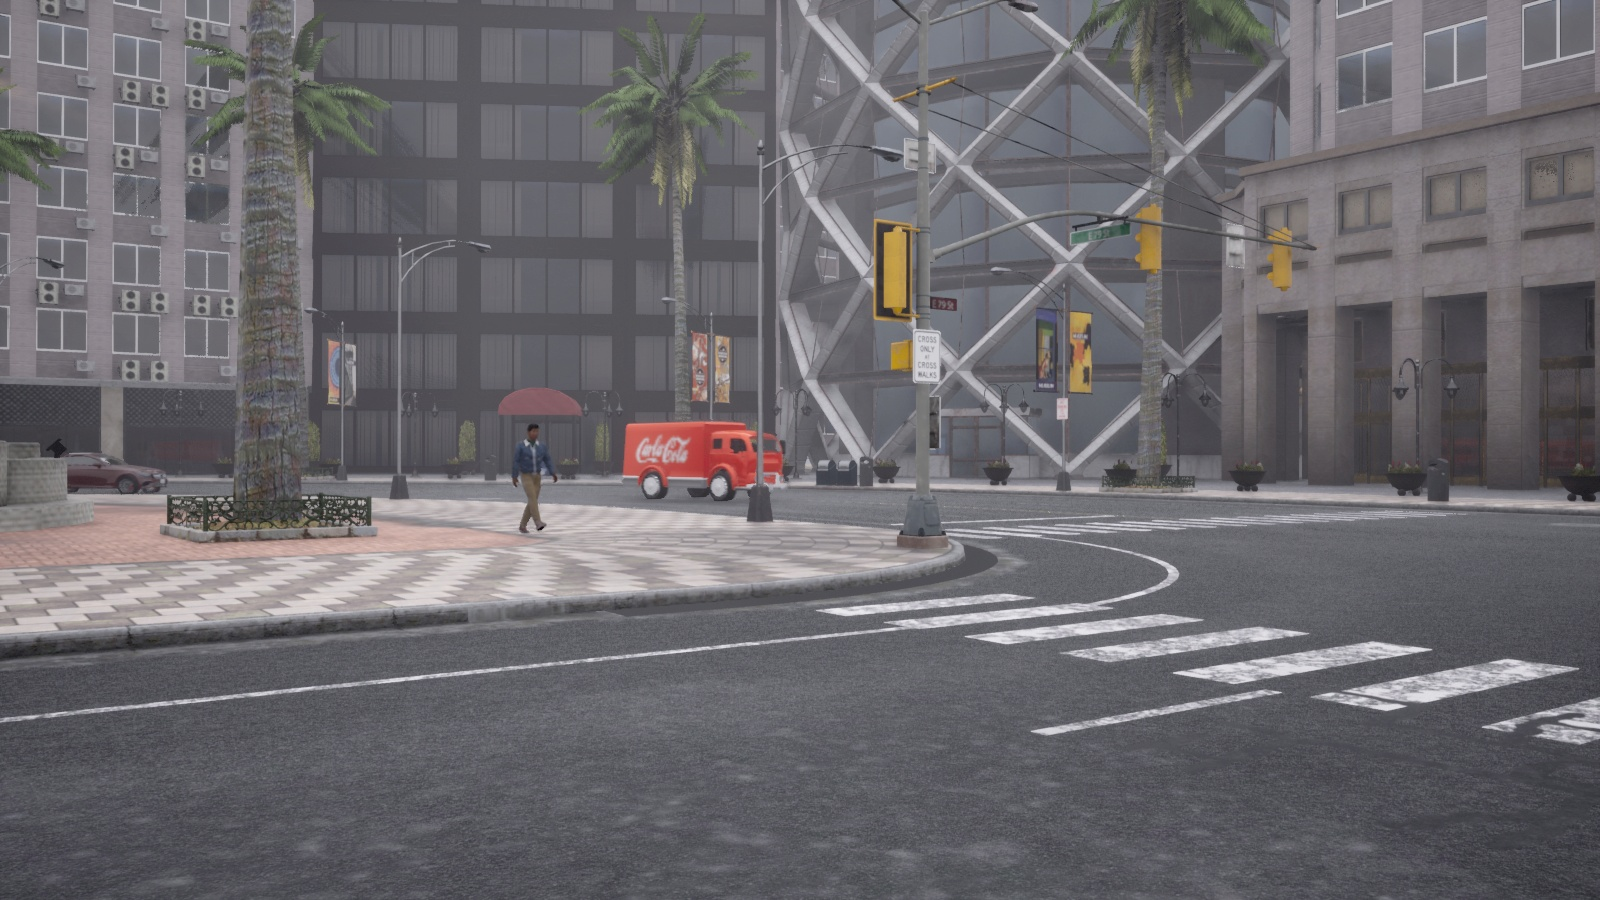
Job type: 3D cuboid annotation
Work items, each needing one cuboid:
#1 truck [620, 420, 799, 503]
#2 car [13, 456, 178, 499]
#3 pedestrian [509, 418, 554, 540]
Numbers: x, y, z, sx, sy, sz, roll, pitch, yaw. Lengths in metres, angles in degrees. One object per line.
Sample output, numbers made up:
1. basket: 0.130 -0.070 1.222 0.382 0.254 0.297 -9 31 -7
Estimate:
1. truck: -2.913 0.361 39.805 5.204 2.467 2.627 0 0 37
2. car: -24.396 0.929 43.603 4.674 1.442 1.812 0 0 -2
3. pedestrian: -4.355 0.461 20.357 0.423 1.949 0.788 0 0 -36
